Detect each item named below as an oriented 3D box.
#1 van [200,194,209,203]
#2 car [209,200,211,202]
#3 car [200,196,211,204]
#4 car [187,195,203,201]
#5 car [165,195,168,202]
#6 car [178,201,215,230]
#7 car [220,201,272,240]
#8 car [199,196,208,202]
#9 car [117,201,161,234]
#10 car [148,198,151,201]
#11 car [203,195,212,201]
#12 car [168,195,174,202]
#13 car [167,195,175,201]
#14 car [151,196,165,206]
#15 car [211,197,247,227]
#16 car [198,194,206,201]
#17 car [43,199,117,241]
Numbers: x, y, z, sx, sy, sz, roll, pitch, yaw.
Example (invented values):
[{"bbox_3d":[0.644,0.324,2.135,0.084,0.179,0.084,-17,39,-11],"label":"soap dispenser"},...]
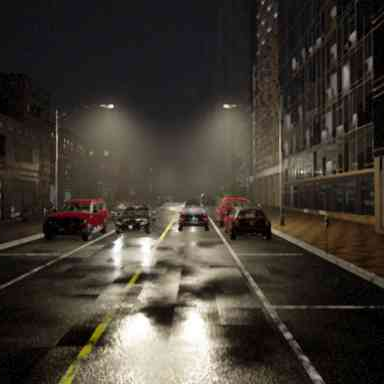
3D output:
[{"bbox_3d":[2.693,1.365,73.354,1.690,1.788,3.998,1,0,0],"label":"van"},{"bbox_3d":[2.709,1.572,28.201,1.947,1.339,4.313,1,0,0],"label":"car"},{"bbox_3d":[2.702,1.572,67.710,2.008,1.369,4.403,1,0,0],"label":"car"},{"bbox_3d":[0.108,1.516,41.605,1.837,1.490,4.892,0,0,0],"label":"car"},{"bbox_3d":[-5.665,1.583,56.479,1.947,1.339,4.313,1,0,0],"label":"car"},{"bbox_3d":[0.102,1.552,21.026,2.033,1.411,5.357,0,0,0],"label":"car"},{"bbox_3d":[2.708,1.444,16.914,1.967,1.590,4.097,1,0,0],"label":"car"},{"bbox_3d":[2.687,1.592,78.998,1.947,1.339,4.313,1,0,0],"label":"car"},{"bbox_3d":[-3.094,1.509,19.175,1.837,1.490,4.892,0,0,0],"label":"car"},{"bbox_3d":[-5.670,1.553,33.903,1.887,1.381,4.507,1,0,0],"label":"car"},{"bbox_3d":[2.714,1.580,50.778,1.947,1.339,4.313,1,0,0],"label":"car"},{"bbox_3d":[-5.661,1.590,73.411,1.947,1.339,4.313,1,0,0],"label":"car"},{"bbox_3d":[-5.657,1.614,90.343,1.802,1.307,4.206,1,0,0],"label":"car"},{"bbox_3d":[-5.664,1.455,50.835,1.967,1.590,4.097,1,0,0],"label":"car"},{"bbox_3d":[2.711,1.320,22.558,2.192,1.841,5.009,1,0,0],"label":"car"},{"bbox_3d":[2.692,1.472,90.286,1.967,1.590,4.097,1,0,0],"label":"car"},{"bbox_3d":[-5.670,1.319,16.972,2.192,1.841,5.009,1,0,0],"label":"car"}]
